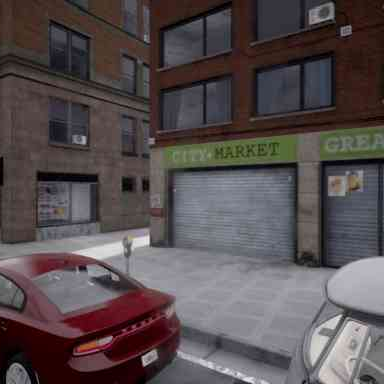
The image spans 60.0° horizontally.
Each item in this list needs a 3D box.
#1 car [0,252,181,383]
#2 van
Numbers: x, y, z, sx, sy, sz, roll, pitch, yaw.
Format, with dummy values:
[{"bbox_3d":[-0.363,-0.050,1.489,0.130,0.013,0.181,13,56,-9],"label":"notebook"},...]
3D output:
[{"bbox_3d":[-2.243,1.544,4.675,4.507,1.381,1.887,0,0,35],"label":"car"},{"bbox_3d":[2.366,1.341,1.389,3.998,1.788,1.690,0,0,35],"label":"van"}]
